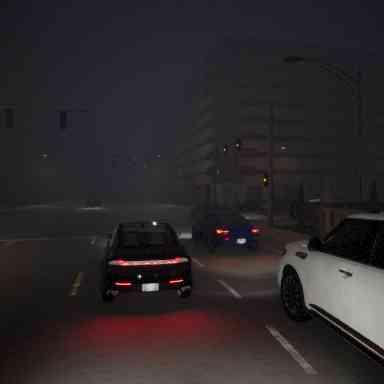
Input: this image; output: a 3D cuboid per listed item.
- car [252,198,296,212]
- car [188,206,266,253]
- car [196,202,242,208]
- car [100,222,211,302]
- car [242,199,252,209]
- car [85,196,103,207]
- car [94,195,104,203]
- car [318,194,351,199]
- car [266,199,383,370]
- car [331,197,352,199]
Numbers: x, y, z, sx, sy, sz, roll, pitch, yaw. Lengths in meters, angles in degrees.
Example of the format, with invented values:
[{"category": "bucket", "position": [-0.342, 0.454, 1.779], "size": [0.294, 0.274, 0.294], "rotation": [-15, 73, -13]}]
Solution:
[{"category": "car", "position": [9.099, 1.407, 34.591], "size": [4.553, 1.767, 2.097], "rotation": [0, 0, -14]}, {"category": "car", "position": [1.242, 1.526, 13.757], "size": [1.812, 1.442, 4.674], "rotation": [0, 0, -12]}, {"category": "car", "position": [1.797, 1.608, 28.971], "size": [4.181, 1.385, 1.994], "rotation": [0, 0, -14]}, {"category": "car", "position": [-1.212, 1.492, 8.335], "size": [2.128, 1.511, 4.902], "rotation": [0, 0, -11]}, {"category": "car", "position": [7.065, 1.560, 37.692], "size": [4.892, 1.490, 1.837], "rotation": [0, 0, -14]}, {"category": "car", "position": [-14.661, 1.564, 49.459], "size": [1.994, 1.385, 4.181], "rotation": [0, 0, -13]}, {"category": "car", "position": [-19.301, 1.478, 69.062], "size": [1.882, 1.535, 5.008], "rotation": [0, 0, -14]}, {"category": "car", "position": [16.638, 1.277, 40.051], "size": [5.566, 2.045, 2.150], "rotation": [0, 0, -14]}, {"category": "car", "position": [2.985, 1.221, 4.219], "size": [2.150, 2.045, 5.566], "rotation": [0, 0, -7]}, {"category": "car", "position": [17.819, 1.581, 36.730], "size": [4.674, 1.442, 1.812], "rotation": [0, 0, -14]}]
